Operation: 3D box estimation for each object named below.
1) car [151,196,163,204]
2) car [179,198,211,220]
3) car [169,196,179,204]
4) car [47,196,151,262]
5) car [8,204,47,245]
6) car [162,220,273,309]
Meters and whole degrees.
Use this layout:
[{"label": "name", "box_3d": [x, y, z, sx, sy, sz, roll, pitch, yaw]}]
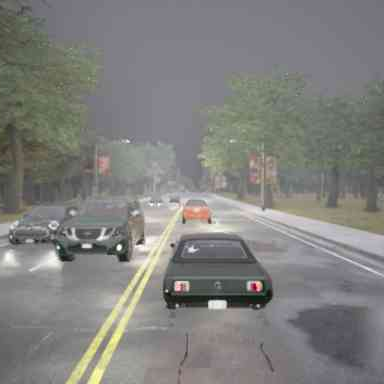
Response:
[{"label": "car", "box_3d": [-6.292, 1.404, 59.269, 1.994, 1.385, 4.181, 0, 0, 0]}, {"label": "car", "box_3d": [0.322, 1.331, 25.405, 2.097, 1.767, 4.553, 0, 0, 0]}, {"label": "car", "box_3d": [-3.042, 1.366, 59.258, 2.033, 1.411, 5.357, 0, 0, 0]}, {"label": "car", "box_3d": [-3.065, 1.201, 12.394, 2.150, 2.045, 5.566, 0, 0, 0]}, {"label": "car", "box_3d": [-6.330, 1.317, 15.200, 2.097, 1.767, 4.553, 0, 0, 0]}, {"label": "car", "box_3d": [0.415, 1.598, 7.782, 1.895, 1.301, 4.718, 0, 0, 0]}]
